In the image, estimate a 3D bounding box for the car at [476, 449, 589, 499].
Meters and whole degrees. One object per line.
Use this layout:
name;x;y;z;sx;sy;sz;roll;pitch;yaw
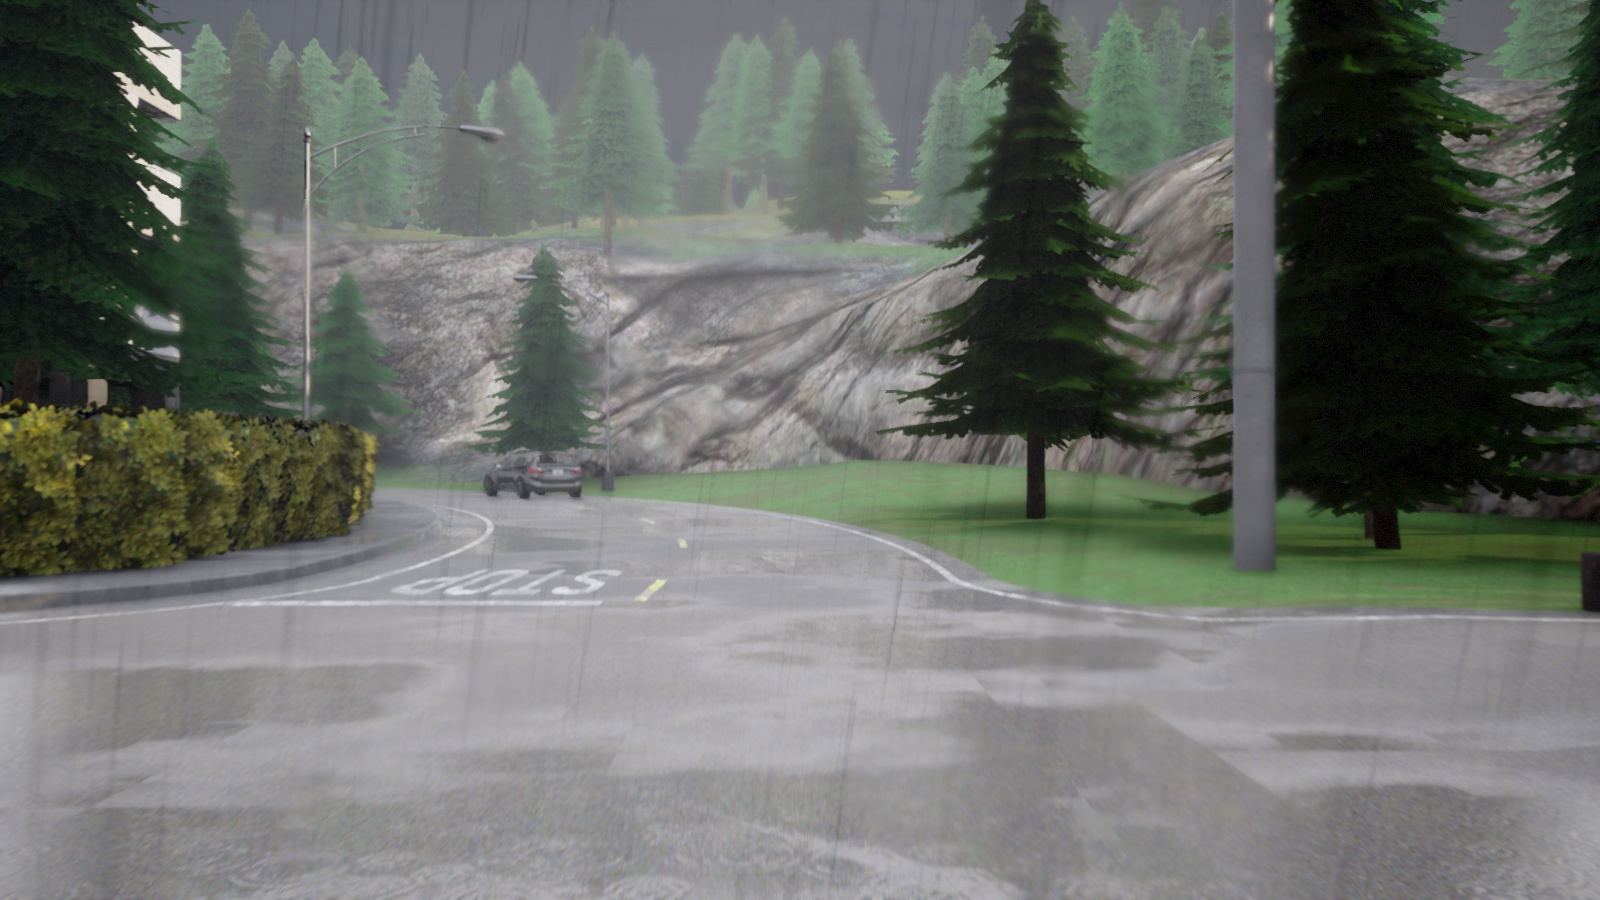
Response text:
car;-9.542;0.817;44.544;2.242;1.667;4.611;0;0;-35
